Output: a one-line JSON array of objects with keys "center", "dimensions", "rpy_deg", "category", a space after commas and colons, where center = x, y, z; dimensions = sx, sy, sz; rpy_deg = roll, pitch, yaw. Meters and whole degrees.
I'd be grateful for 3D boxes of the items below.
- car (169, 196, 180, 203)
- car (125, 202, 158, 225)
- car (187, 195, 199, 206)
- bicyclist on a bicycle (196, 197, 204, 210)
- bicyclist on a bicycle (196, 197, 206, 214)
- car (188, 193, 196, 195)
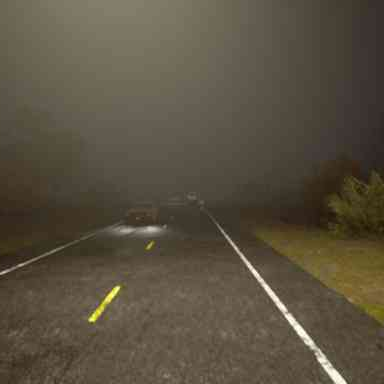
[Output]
[{"center": [-3.507, 1.447, 65.415], "dimensions": [1.812, 1.442, 4.674], "rpy_deg": [0, 0, 0], "category": "car"}, {"center": [-3.598, 1.468, 24.518], "dimensions": [1.882, 1.535, 5.008], "rpy_deg": [0, 0, 0], "category": "car"}, {"center": [0.093, 1.551, 53.802], "dimensions": [1.895, 1.301, 4.718], "rpy_deg": [0, 0, 0], "category": "car"}, {"center": [0.977, 1.407, 41.102], "dimensions": [0.866, 1.612, 1.509], "rpy_deg": [0, 0, 0], "category": "bicyclist on a bicycle"}, {"center": [0.951, 1.418, 32.591], "dimensions": [0.866, 1.612, 1.509], "rpy_deg": [0, 0, 0], "category": "bicyclist on a bicycle"}, {"center": [0.003, 1.128, 73.883], "dimensions": [2.150, 2.045, 5.566], "rpy_deg": [0, 0, 0], "category": "car"}]
